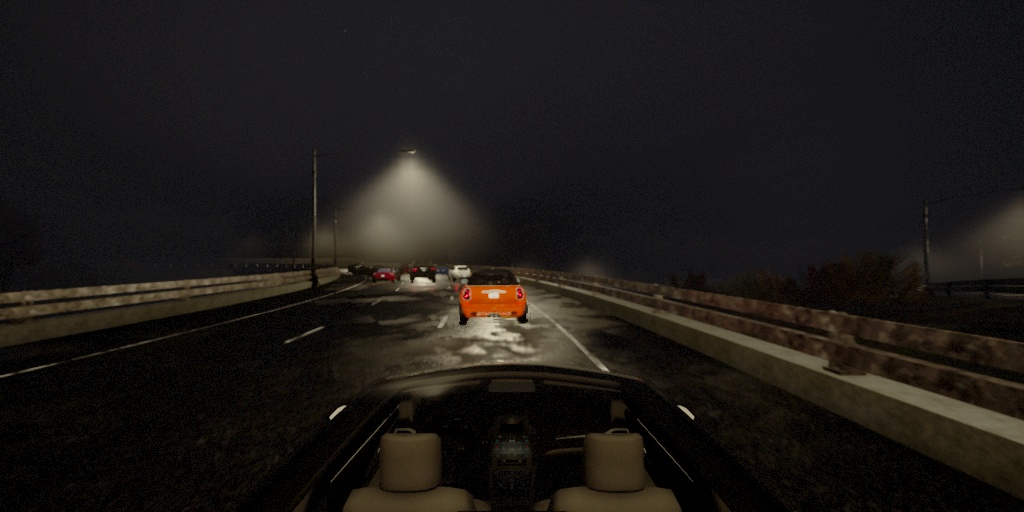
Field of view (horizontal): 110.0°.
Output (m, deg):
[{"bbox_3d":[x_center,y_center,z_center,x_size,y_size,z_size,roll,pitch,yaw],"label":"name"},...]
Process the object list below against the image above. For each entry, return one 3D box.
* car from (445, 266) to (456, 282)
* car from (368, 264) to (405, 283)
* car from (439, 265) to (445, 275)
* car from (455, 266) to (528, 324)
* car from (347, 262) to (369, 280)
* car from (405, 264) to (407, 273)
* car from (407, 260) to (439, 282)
[{"bbox_3d":[-4.973,1.642,34.336,1.812,1.442,4.674,0,-1,-18],"label":"car"},{"bbox_3d":[-11.408,1.697,32.861,1.994,1.385,4.181,0,-1,-9],"label":"car"},{"bbox_3d":[-9.465,1.814,46.474,2.033,1.411,5.357,0,-1,-24],"label":"car"},{"bbox_3d":[-0.741,1.221,12.755,2.097,1.767,4.553,0,-1,-5],"label":"car"},{"bbox_3d":[-14.508,1.781,37.160,4.902,1.511,2.128,16,-7,-17],"label":"car"},{"bbox_3d":[-14.465,1.794,48.966,1.882,1.535,5.008,0,-1,-26],"label":"car"},{"bbox_3d":[-8.466,1.352,33.813,2.150,2.045,5.566,0,0,-17],"label":"car"}]
